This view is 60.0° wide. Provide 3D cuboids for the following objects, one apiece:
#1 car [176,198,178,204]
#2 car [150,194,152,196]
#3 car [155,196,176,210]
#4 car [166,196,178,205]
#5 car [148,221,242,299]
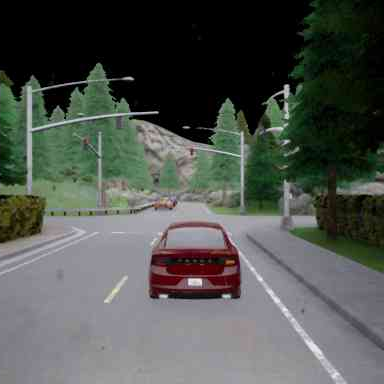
[{"bbox_3d":[-3.534,1.478,51.731,1.882,1.535,5.008,0,0,0],"label":"car"},{"bbox_3d":[-10.937,1.355,79.637,4.553,1.767,2.097,0,0,24],"label":"car"},{"bbox_3d":[-3.554,1.352,42.594,2.097,1.767,4.553,0,0,0],"label":"car"},{"bbox_3d":[-3.751,1.478,61.905,1.882,1.535,5.008,0,0,-6],"label":"car"},{"bbox_3d":[0.075,1.478,8.490,1.882,1.535,5.008,0,0,0],"label":"car"}]
